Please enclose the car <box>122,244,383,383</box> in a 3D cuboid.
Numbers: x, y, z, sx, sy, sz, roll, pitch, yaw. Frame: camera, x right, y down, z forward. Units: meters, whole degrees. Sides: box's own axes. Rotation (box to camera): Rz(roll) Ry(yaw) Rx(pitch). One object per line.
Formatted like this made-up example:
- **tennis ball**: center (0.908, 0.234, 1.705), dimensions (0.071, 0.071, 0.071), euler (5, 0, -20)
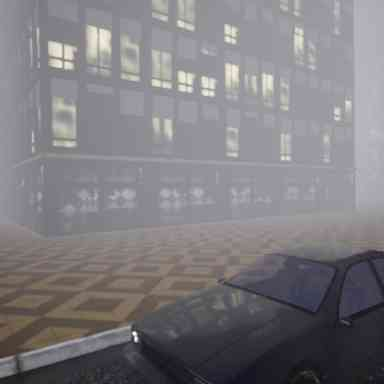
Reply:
- **car**: center (1.821, 1.518, 4.679), dimensions (5.357, 1.411, 2.033), euler (-1, 0, -36)
